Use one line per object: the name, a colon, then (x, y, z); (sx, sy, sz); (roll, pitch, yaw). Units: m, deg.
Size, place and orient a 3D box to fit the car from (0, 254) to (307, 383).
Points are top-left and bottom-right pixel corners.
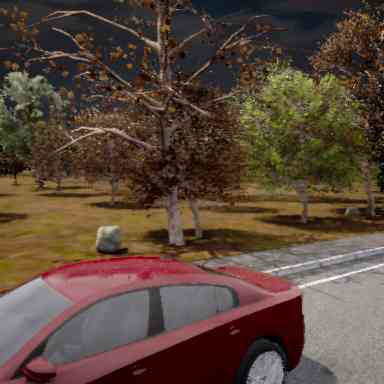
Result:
car: (-0.967, 1.476, 3.296); (5.008, 1.535, 1.882); (0, 0, -35)
